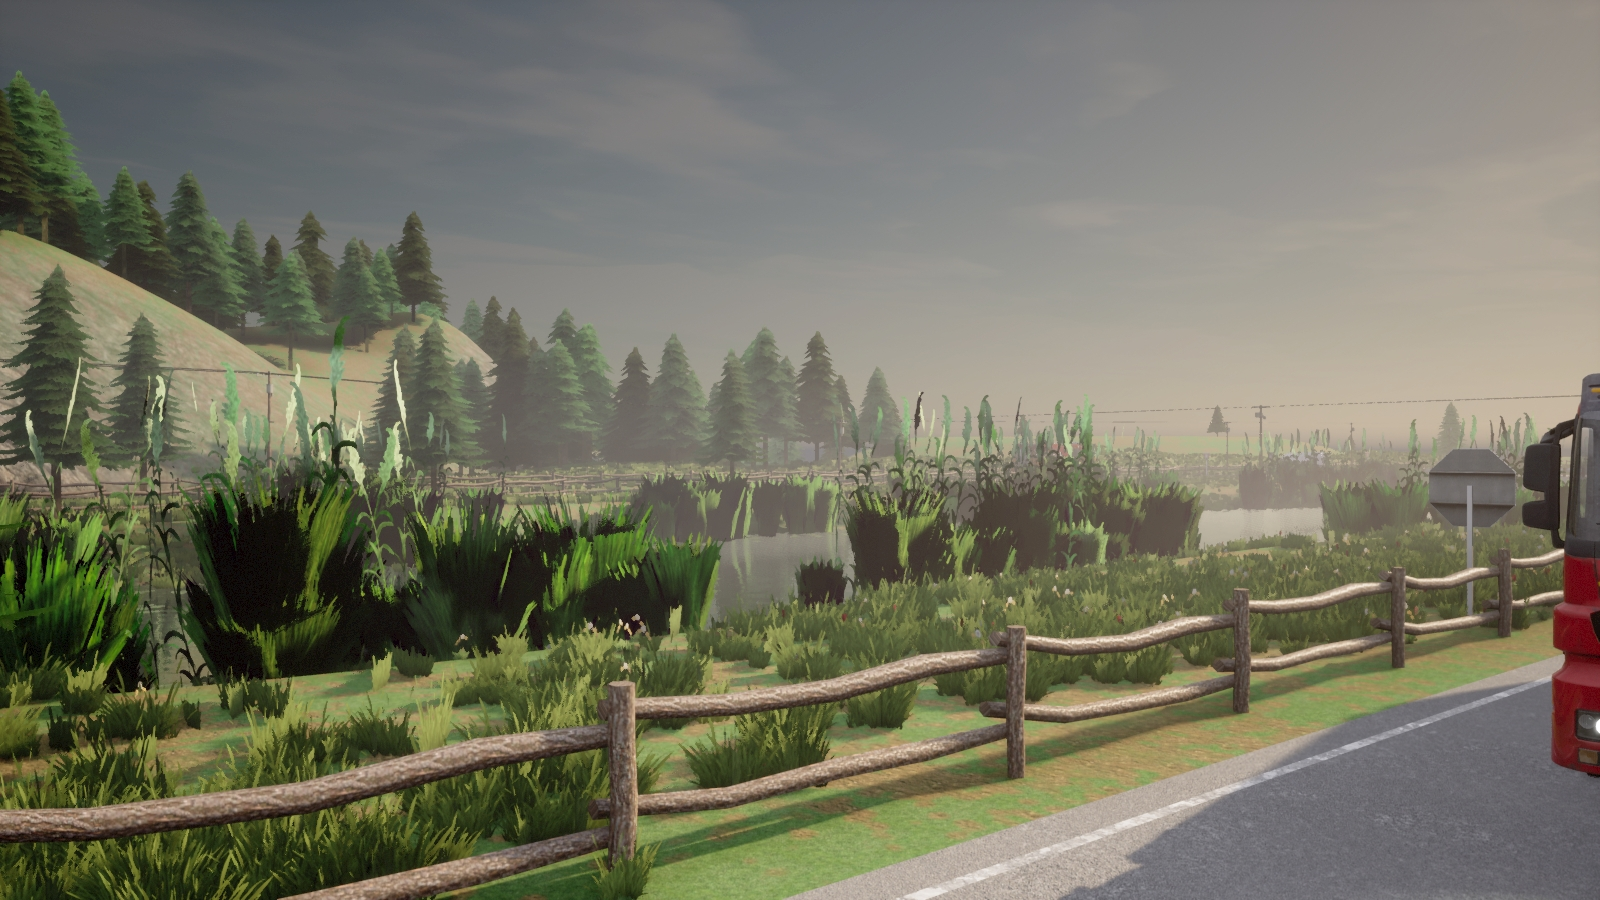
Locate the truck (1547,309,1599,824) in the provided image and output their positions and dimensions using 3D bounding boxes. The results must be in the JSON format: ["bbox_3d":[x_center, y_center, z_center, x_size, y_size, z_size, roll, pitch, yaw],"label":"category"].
[{"bbox_3d":[9.557,0.862,10.962,2.891,3.827,8.468,0,0,41],"label":"truck"}]
